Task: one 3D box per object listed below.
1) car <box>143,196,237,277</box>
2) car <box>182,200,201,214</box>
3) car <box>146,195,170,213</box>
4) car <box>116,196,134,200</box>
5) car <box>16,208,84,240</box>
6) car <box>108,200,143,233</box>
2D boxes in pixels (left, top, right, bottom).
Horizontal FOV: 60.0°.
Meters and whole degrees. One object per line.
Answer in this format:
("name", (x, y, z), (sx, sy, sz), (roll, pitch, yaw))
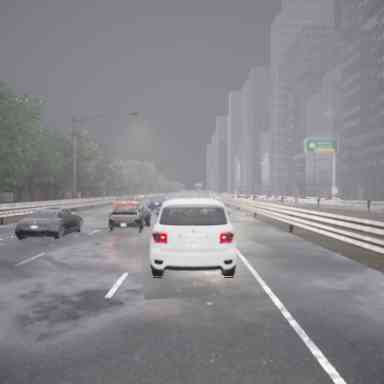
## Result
("car", (0.030, 1.191, 10.230), (2.150, 2.045, 5.566), (0, 1, 0))
("car", (-0.066, 1.508, 34.659), (1.895, 1.301, 4.718), (0, 0, 0))
("car", (-3.573, 1.257, 35.748), (2.097, 1.767, 4.553), (0, 0, 0))
("car", (-7.073, 1.258, 35.678), (2.097, 1.767, 4.553), (0, 0, 0))
("car", (-6.987, 1.513, 16.748), (1.994, 1.385, 4.181), (0, 0, 0))
("car", (-3.495, 1.435, 19.314), (2.128, 1.511, 4.902), (0, 0, 0))
